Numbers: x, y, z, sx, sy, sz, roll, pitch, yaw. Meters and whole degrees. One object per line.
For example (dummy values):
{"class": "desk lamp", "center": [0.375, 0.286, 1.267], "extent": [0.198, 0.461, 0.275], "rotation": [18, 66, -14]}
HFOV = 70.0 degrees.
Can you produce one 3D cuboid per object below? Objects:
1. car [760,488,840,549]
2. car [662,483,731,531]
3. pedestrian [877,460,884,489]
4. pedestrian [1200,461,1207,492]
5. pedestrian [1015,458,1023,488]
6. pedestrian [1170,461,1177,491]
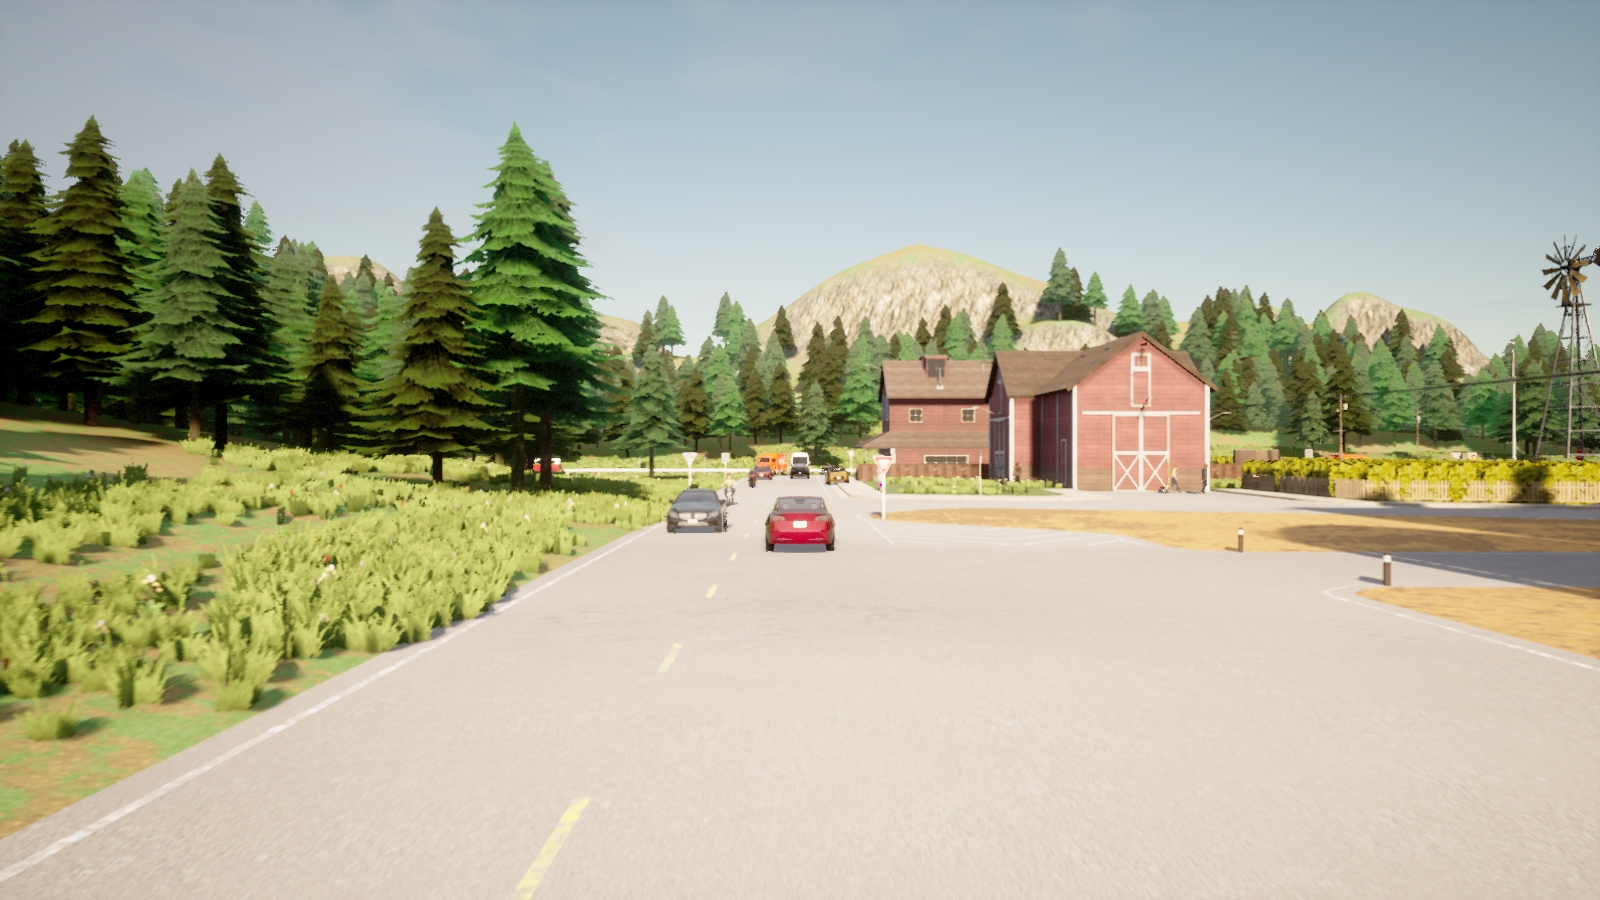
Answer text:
{"class": "car", "center": [0.001, 1.923, 33.302], "extent": [2.163, 1.488, 4.792], "rotation": [0, 0, 0]}
{"class": "car", "center": [-3.531, 1.941, 39.780], "extent": [2.002, 1.442, 4.674], "rotation": [0, 0, 0]}
{"class": "pedestrian", "center": [5.198, 1.554, 73.693], "extent": [0.375, 1.860, 0.375], "rotation": [0, 0, 11]}
{"class": "pedestrian", "center": [24.637, 1.618, 69.708], "extent": [0.375, 1.860, 0.375], "rotation": [0, 0, 23]}
{"class": "pedestrian", "center": [14.025, 1.468, 73.114], "extent": [0.375, 1.860, 0.375], "rotation": [0, 0, -43]}
{"class": "pedestrian", "center": [23.016, 1.617, 70.413], "extent": [0.375, 1.860, 0.375], "rotation": [0, 0, 22]}
